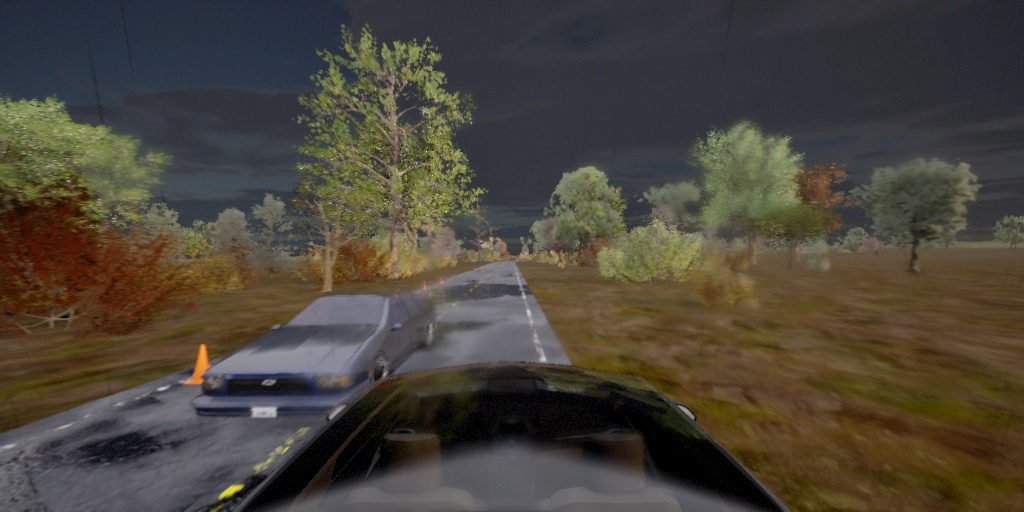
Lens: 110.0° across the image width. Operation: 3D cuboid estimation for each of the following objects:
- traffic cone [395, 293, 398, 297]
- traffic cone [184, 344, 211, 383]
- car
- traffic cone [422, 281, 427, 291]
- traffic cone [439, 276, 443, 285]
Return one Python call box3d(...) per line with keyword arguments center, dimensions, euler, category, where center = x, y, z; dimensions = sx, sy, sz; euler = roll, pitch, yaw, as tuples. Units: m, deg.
box3d(center=(-5.107, 1.760, 15.931), dimensions=(0.340, 0.580, 0.340), euler=(0, 0, 0), category="traffic cone")
box3d(center=(-5.105, 1.757, 5.930), dimensions=(0.340, 0.580, 0.340), euler=(0, 0, 0), category="traffic cone")
box3d(center=(-2.712, 1.325, 6.585), dimensions=(2.033, 1.411, 5.357), euler=(-1, 0, 0), category="car")
box3d(center=(-5.107, 1.761, 20.931), dimensions=(0.340, 0.580, 0.340), euler=(0, 0, 0), category="traffic cone")
box3d(center=(-5.108, 1.763, 25.931), dimensions=(0.340, 0.580, 0.340), euler=(0, 0, 0), category="traffic cone")
